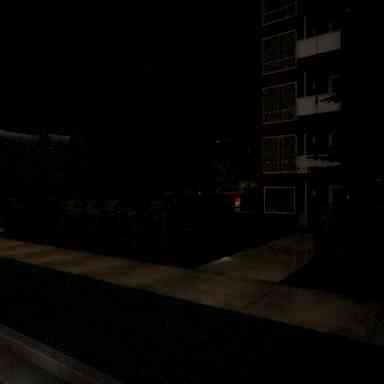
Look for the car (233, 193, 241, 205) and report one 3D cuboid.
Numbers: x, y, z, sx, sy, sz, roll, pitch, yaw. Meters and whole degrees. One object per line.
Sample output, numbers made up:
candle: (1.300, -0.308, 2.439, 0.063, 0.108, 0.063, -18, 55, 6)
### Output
car: (9.302, 1.478, 58.069, 1.882, 1.535, 5.008, 0, 0, 36)
